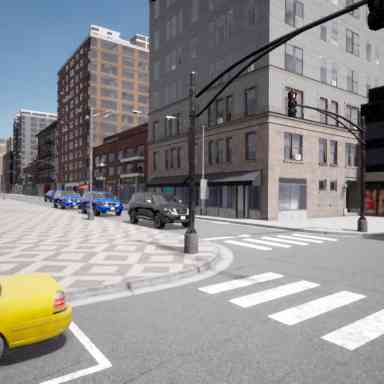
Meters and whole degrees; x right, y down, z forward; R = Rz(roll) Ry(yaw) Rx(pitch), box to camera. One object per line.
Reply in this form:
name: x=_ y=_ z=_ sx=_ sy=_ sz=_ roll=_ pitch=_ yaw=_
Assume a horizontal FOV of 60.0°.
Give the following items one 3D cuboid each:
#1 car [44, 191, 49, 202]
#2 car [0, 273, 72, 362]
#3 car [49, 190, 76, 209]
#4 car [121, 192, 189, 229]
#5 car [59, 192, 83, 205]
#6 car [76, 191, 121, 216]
car: x=-23.441 y=0.707 z=56.576 sx=2.150 sy=2.045 sz=5.566 roll=1 pitch=0 yaw=-37
car: x=-4.006 y=1.525 z=3.895 sx=4.829 sy=1.417 sz=1.752 roll=0 pitch=1 yaw=-36
car: x=-14.216 y=0.862 z=37.961 sx=2.150 sy=2.045 sz=5.566 roll=1 pitch=0 yaw=-35
car: x=-2.087 y=1.053 z=20.759 sx=2.150 sy=2.045 sz=5.566 roll=1 pitch=0 yaw=-35
car: x=-17.694 y=0.928 z=48.395 sx=2.097 sy=1.767 sz=4.553 roll=1 pitch=0 yaw=-35
car: x=-8.025 y=0.960 z=29.172 sx=2.150 sy=2.045 sz=5.566 roll=1 pitch=0 yaw=-35
